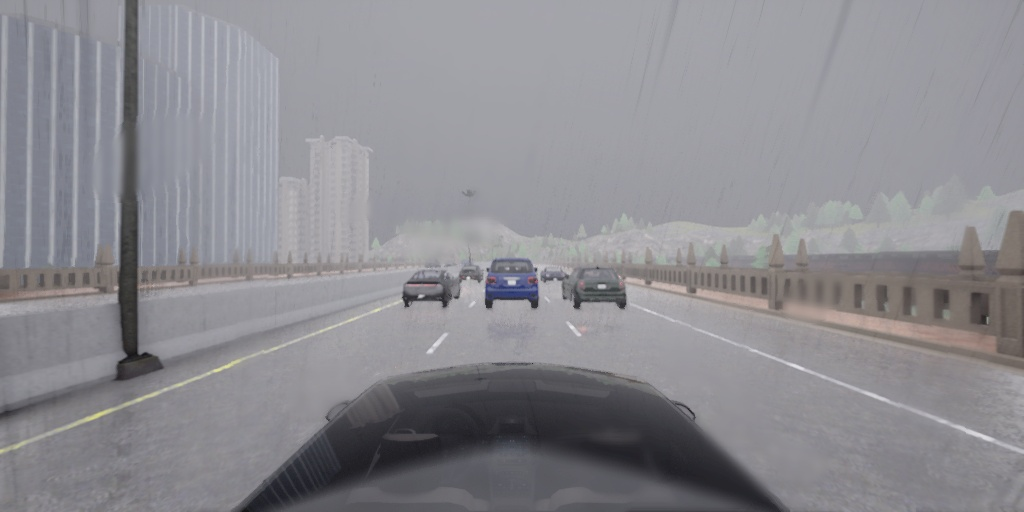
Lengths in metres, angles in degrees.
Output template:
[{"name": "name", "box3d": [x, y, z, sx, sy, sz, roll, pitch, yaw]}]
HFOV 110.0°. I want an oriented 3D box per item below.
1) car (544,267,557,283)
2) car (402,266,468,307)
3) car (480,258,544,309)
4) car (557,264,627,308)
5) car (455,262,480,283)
[{"name": "car", "box3d": [3.491, 1.621, 31.067, 1.895, 1.301, 4.718, 0, 0, 0]}, {"name": "car", "box3d": [-3.501, 1.377, 16.258, 2.128, 1.511, 4.902, 0, 0, 0]}, {"name": "car", "box3d": [-0.005, 1.098, 15.986, 2.150, 2.045, 5.566, 0, 0, 0]}, {"name": "car", "box3d": [3.497, 1.232, 16.051, 2.097, 1.767, 4.553, 0, -1, 0]}, {"name": "car", "box3d": [-3.505, 1.530, 31.273, 1.837, 1.490, 4.892, 0, 0, 0]}]
